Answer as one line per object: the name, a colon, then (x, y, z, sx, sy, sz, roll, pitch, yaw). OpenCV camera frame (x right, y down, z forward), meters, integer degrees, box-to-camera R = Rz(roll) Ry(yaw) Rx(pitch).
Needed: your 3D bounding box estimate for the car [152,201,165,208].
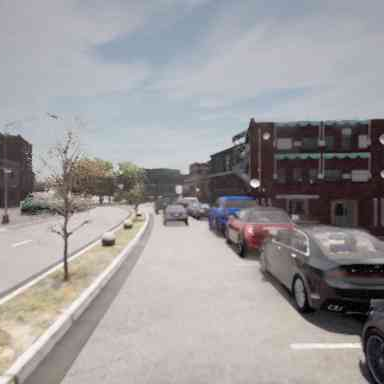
car: (-7.352, 2.733, 72.546, 1.882, 1.535, 5.008, 0, -2, -16)

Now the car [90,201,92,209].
car: (-24.012, 2.668, 70.323, 5.566, 2.045, 2.435, 0, -1, -16)

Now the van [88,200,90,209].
van: (-21.935, 2.475, 62.543, 4.442, 1.987, 1.878, 0, -2, -15)

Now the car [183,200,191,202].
car: (0.457, 1.834, 35.332, 2.002, 1.452, 4.674, 0, -1, -8)

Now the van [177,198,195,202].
van: (-1.273, 1.856, 46.410, 1.878, 1.987, 4.442, 0, -2, -9)

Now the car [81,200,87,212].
car: (-18.690, 2.291, 49.285, 4.892, 1.521, 2.231, 0, -2, -11)

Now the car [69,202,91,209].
car: (-26.317, 3.122, 78.242, 4.892, 1.521, 2.231, 0, -1, -16)

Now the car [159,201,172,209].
car: (-5.076, 2.507, 63.805, 1.812, 1.442, 4.674, 0, -2, -14)

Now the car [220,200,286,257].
car: (2.613, 1.369, 13.249, 2.185, 1.767, 4.553, 0, 0, -3)

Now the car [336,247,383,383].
car: (3.001, 1.516, 2.198, 2.002, 1.452, 4.674, 0, 0, 0)

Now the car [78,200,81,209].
car: (-17.586, 2.140, 43.808, 4.792, 1.488, 2.163, 0, -2, -10)

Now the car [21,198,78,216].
car: (-16.653, 1.699, 38.433, 5.566, 2.045, 2.435, 0, -1, -9)

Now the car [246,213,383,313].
car: (2.873, 1.477, 7.618, 2.231, 1.521, 4.892, 0, 0, -1)

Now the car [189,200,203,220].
car: (1.162, 1.725, 29.836, 2.002, 1.452, 4.674, 0, -1, -6)

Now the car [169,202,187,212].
car: (-2.279, 2.277, 51.767, 2.163, 1.488, 4.792, 0, -2, -11)

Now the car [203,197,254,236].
car: (2.253, 1.285, 18.848, 2.435, 2.045, 5.566, 0, 0, -4)

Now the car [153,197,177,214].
car: (-3.676, 1.736, 42.871, 2.150, 2.045, 5.566, 0, -2, -9)

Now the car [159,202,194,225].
car: (-1.327, 1.691, 25.551, 2.033, 1.411, 5.357, 0, -1, -6)
